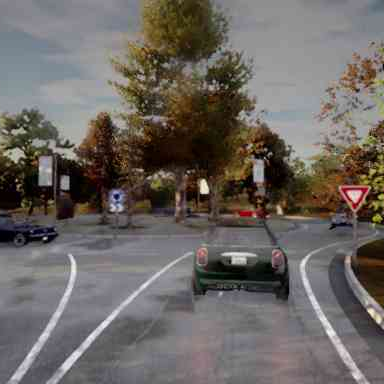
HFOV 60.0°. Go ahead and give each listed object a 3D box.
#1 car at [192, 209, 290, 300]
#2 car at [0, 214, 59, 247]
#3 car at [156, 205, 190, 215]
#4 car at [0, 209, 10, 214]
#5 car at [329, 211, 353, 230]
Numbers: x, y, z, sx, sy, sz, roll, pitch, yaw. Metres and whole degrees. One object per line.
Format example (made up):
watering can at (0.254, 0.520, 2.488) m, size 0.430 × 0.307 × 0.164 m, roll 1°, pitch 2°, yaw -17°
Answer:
car at (1.359, 1.504, 9.005) m, size 2.097 × 1.767 × 4.553 m, roll 0°, pitch -2°, yaw 10°
car at (-9.168, 1.977, 17.010) m, size 4.718 × 1.301 × 1.895 m, roll -1°, pitch -2°, yaw 23°
car at (-2.776, 2.689, 49.025) m, size 5.008 × 1.535 × 1.882 m, roll 1°, pitch -2°, yaw 6°
car at (-20.107, 2.364, 33.339) m, size 1.812 × 1.442 × 4.674 m, roll -1°, pitch -2°, yaw 4°
car at (12.075, 2.213, 26.778) m, size 2.033 × 1.411 × 5.357 m, roll -1°, pitch -2°, yaw 23°
